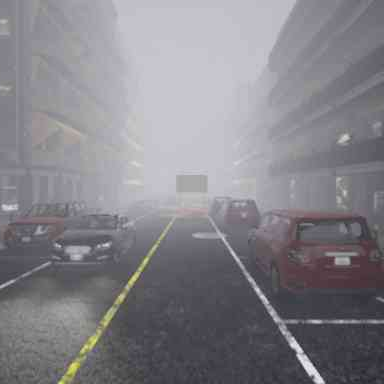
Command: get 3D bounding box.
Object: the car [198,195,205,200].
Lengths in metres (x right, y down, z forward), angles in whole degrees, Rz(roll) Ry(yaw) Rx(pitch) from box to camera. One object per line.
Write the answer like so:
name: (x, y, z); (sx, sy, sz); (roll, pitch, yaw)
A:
car: (2.660, 1.502, 92.333); (1.947, 1.339, 4.313); (-1, 0, 0)

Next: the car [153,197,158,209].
car: (-5.709, 1.550, 41.942); (1.802, 1.307, 4.206); (-1, 0, 0)

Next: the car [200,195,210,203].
car: (2.663, 1.390, 69.925); (1.967, 1.590, 4.097); (-1, 0, 0)

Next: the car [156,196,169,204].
car: (-5.714, 1.504, 64.350); (2.008, 1.369, 4.403); (-1, 0, 0)

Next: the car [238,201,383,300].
car: (2.675, 1.309, 8.303); (2.192, 1.841, 5.009); (-1, 0, 0)

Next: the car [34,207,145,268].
car: (-3.104, 1.482, 11.380); (2.128, 1.511, 4.902); (0, 0, 0)

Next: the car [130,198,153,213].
car: (-5.708, 1.554, 36.340); (1.802, 1.307, 4.206); (-1, 0, 0)

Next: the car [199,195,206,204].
car: (2.667, 1.482, 58.891); (1.752, 1.417, 4.829); (-1, 0, 0)

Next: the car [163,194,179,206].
car: (-3.083, 1.464, 52.246); (1.837, 1.490, 4.892); (0, 0, 0)

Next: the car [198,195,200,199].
car: (2.666, 1.519, 64.323); (1.947, 1.339, 4.313); (-1, 0, 0)

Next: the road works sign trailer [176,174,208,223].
road works sign trailer: (-0.002, 0.445, 25.355); (2.380, 3.560, 2.880); (0, 0, 1)

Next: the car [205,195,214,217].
car: (2.670, 1.292, 30.711); (2.192, 1.841, 5.009); (-1, 0, 0)

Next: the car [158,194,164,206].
car: (-5.712, 1.511, 53.146); (2.008, 1.369, 4.403); (-1, 0, 0)

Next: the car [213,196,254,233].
car: (2.672, 1.300, 19.507); (2.192, 1.841, 5.009); (-1, 0, 0)

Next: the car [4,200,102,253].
car: (-5.696, 1.304, 13.931); (2.192, 1.841, 5.009); (-1, 0, 0)
